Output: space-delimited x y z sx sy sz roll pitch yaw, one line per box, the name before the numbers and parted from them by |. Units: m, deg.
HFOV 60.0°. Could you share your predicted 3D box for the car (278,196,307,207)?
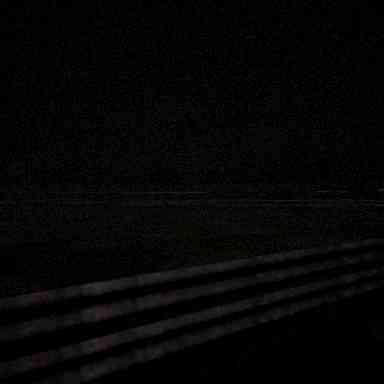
car | 15.231 1.434 49.213 4.892 1.490 1.837 -1 2 21
